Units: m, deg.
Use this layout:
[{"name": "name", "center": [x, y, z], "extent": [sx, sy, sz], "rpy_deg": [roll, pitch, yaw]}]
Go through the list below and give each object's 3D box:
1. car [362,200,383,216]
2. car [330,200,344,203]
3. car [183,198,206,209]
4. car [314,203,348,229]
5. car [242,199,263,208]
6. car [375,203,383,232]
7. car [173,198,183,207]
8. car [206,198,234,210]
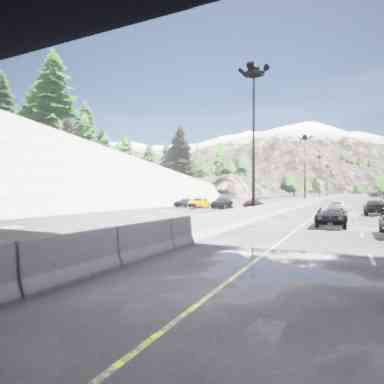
[{"name": "car", "center": [18.393, 1.585, 33.495], "extent": [1.837, 1.490, 4.892], "rpy_deg": [0, 0, 25]}, {"name": "car", "center": [15.471, 1.601, 35.535], "extent": [1.812, 1.442, 4.674], "rpy_deg": [0, 0, 25]}, {"name": "car", "center": [1.023, 1.519, 46.319], "extent": [1.882, 1.535, 5.008], "rpy_deg": [0, 0, 25]}, {"name": "car", "center": [9.374, 1.647, 22.305], "extent": [1.895, 1.301, 4.718], "rpy_deg": [0, 0, 25]}, {"name": "car", "center": [8.326, 1.627, 45.386], "extent": [1.994, 1.385, 4.181], "rpy_deg": [0, 0, 26]}, {"name": "car", "center": [10.894, 1.552, 17.245], "extent": [1.837, 1.490, 4.892], "rpy_deg": [0, 0, 25]}, {"name": "car", "center": [-0.921, 1.587, 50.393], "extent": [2.033, 1.411, 5.357], "rpy_deg": [0, 0, 25]}, {"name": "car", "center": [4.059, 1.526, 44.552], "extent": [1.882, 1.535, 5.008], "rpy_deg": [0, 0, 25]}]
